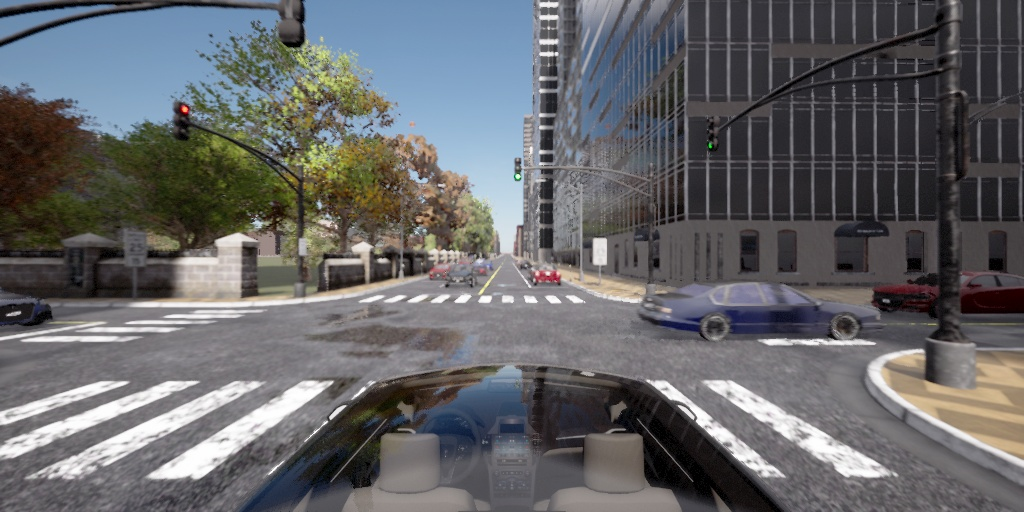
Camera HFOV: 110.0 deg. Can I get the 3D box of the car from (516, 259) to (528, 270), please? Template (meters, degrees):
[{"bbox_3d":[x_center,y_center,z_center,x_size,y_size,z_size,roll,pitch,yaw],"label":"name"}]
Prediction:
[{"bbox_3d":[2.044,1.438,54.407,1.948,1.339,4.313,0,0,-1],"label":"car"}]

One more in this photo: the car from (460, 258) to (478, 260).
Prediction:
[{"bbox_3d":[-6.268,1.150,48.630,2.192,1.841,5.009,0,0,-1],"label":"car"}]

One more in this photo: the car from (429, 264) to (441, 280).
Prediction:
[{"bbox_3d":[-6.065,1.344,31.582,1.888,1.381,4.507,0,0,-1],"label":"car"}]

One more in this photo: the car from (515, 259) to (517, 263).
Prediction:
[{"bbox_3d":[1.977,1.320,60.088,1.967,1.591,4.097,0,0,-1],"label":"car"}]

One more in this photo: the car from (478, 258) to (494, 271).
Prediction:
[{"bbox_3d":[-3.675,1.375,51.483,1.812,1.442,4.674,0,0,0],"label":"car"}]

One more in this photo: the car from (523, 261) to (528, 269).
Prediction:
[{"bbox_3d":[2.315,1.391,31.684,1.948,1.339,4.313,0,0,-1],"label":"car"}]

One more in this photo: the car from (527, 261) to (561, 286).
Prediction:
[{"bbox_3d":[2.383,1.253,26.004,1.967,1.591,4.097,0,0,-1],"label":"car"}]

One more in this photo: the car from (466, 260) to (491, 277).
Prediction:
[{"bbox_3d":[-3.535,1.384,37.314,1.994,1.385,4.181,0,0,-1],"label":"car"}]

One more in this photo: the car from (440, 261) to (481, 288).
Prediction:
[{"bbox_3d":[-3.387,1.296,24.565,1.837,1.490,4.892,0,0,-1],"label":"car"}]

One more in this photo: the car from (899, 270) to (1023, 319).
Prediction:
[{"bbox_3d":[15.213,1.253,12.172,5.008,1.535,1.882,0,0,0],"label":"car"}]

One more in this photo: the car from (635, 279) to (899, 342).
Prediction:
[{"bbox_3d":[6.042,1.309,9.170,5.357,1.411,2.033,0,0,0],"label":"car"}]

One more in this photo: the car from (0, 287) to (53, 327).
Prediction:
[{"bbox_3d":[-14.967,1.321,9.367,4.181,1.385,1.994,0,0,1],"label":"car"}]
